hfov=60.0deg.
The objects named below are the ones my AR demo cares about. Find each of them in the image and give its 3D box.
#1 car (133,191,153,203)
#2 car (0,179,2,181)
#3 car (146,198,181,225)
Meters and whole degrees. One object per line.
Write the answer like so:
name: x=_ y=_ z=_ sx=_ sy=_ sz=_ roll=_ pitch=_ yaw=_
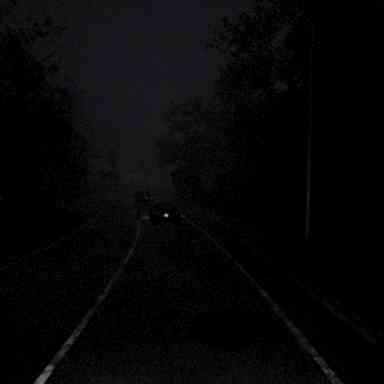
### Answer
car: x=-5.735 y=0.546 z=39.145 sx=2.033 sy=1.411 sz=5.357 roll=-1 pitch=4 yaw=-16
car: x=-44.294 y=-2.434 z=74.525 sx=2.128 sy=1.511 sz=4.902 roll=2 pitch=5 yaw=24
car: x=-1.910 y=1.386 z=22.945 sx=1.994 sy=1.385 sz=4.181 roll=-1 pitch=2 yaw=-9
